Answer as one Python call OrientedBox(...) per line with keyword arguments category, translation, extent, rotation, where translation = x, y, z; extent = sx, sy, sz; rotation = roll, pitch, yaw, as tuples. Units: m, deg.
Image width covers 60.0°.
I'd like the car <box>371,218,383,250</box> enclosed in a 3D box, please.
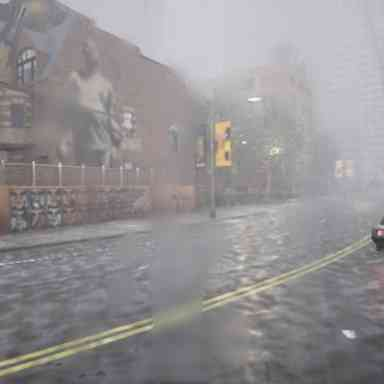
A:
OrientedBox(category="car", translation=(8.031, 1.327, 12.113), extent=(1.895, 1.301, 4.718), rotation=(-1, 1, 39))
